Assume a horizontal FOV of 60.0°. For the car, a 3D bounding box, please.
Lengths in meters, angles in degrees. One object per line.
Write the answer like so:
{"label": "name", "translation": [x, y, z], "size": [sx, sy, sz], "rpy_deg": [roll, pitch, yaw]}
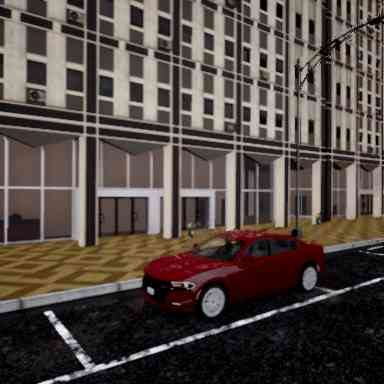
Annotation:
{"label": "car", "translation": [1.086, 1.541, 7.328], "size": [4.507, 1.381, 1.887], "rpy_deg": [0, 0, -36]}
